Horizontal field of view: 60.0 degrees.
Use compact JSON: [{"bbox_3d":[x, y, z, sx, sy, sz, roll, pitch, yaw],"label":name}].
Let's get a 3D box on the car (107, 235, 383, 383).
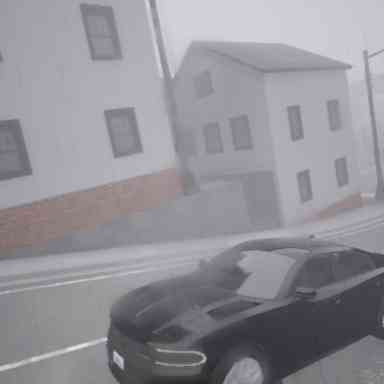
[{"bbox_3d":[1.273,1.461,4.896,5.008,1.535,1.882,0,0,-35],"label":"car"}]
